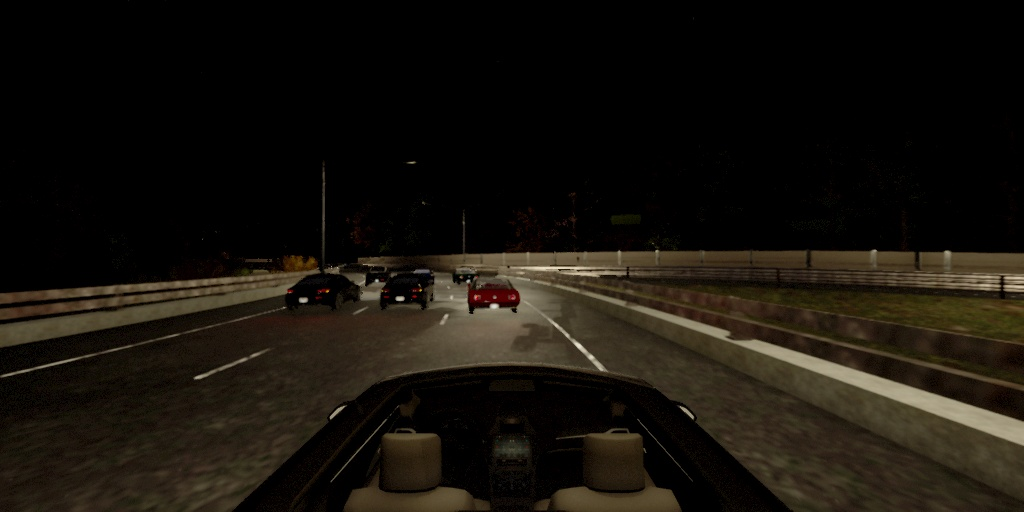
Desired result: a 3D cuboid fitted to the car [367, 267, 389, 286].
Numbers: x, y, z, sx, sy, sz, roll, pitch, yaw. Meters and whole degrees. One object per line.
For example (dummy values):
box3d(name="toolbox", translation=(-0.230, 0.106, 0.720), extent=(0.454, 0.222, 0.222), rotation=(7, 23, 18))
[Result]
box3d(name="car", translation=(-11.016, 1.667, 29.854), extent=(1.837, 1.490, 4.892), rotation=(0, 0, -15))

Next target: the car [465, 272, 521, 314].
box3d(name="car", translation=(-0.885, 1.527, 14.903), extent=(1.895, 1.301, 4.718), rotation=(0, -1, -7))

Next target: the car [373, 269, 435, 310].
box3d(name="car", translation=(-4.538, 1.479, 15.913), extent=(1.812, 1.442, 4.674), rotation=(0, 0, -7))

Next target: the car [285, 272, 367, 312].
box3d(name="car", translation=(-8.023, 1.488, 15.578), extent=(1.812, 1.442, 4.674), rotation=(0, -1, -7))

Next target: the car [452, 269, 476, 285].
box3d(name="car", translation=(-4.025, 1.747, 30.829), extent=(1.895, 1.301, 4.718), rotation=(0, -1, -15))
